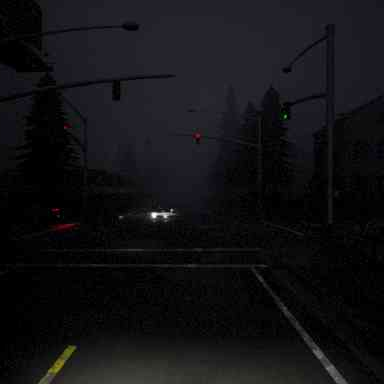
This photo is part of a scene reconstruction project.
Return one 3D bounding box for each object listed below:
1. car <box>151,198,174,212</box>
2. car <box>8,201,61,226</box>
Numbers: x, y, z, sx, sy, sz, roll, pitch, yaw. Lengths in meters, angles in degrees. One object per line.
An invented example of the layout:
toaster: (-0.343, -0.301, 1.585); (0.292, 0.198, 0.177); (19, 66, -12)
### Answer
car: (-3.477, 1.564, 38.045); (1.994, 1.385, 4.181); (0, 0, 0)
car: (-11.070, 1.317, 21.461); (4.902, 1.511, 2.128); (1, 0, -1)
